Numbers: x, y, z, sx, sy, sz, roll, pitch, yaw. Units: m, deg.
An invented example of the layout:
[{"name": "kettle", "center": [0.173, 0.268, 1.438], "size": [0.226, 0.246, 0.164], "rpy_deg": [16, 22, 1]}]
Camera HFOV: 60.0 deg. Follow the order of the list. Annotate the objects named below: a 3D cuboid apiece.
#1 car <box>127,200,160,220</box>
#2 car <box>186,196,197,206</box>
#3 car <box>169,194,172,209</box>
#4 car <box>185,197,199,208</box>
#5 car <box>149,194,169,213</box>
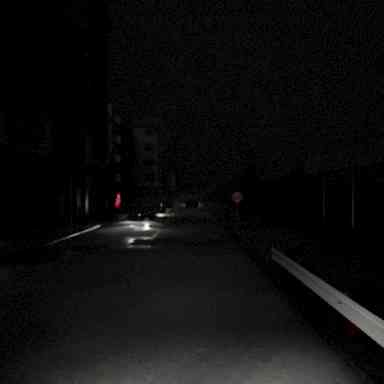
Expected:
[{"name": "car", "center": [-4.107, 1.600, 27.935], "size": [1.994, 1.385, 4.181], "rpy_deg": [0, 0, 0]}, {"name": "car", "center": [-0.027, 1.554, 58.942], "size": [1.882, 1.535, 5.008], "rpy_deg": [0, 0, 0]}, {"name": "car", "center": [-4.055, 1.284, 48.241], "size": [2.150, 2.045, 5.566], "rpy_deg": [0, 0, 0]}, {"name": "car", "center": [-0.021, 1.554, 48.522], "size": [2.128, 1.511, 4.902], "rpy_deg": [0, 0, 0]}, {"name": "car", "center": [-4.102, 1.401, 37.666], "size": [2.097, 1.767, 4.553], "rpy_deg": [0, 0, 0]}]
